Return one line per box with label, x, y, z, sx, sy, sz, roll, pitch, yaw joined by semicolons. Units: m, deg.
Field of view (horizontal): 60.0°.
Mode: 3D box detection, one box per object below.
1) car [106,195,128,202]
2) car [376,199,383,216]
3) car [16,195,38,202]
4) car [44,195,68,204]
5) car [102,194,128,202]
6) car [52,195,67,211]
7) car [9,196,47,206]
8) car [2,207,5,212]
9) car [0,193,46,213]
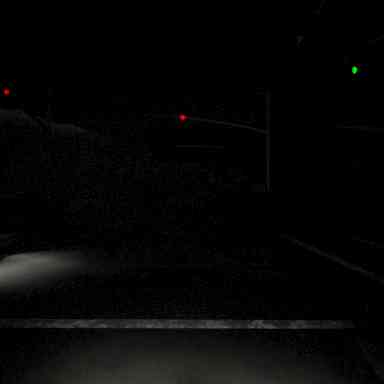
car;-16.579;1.339;73.988;4.514;1.523;2.007;0;0;-1
car;17.197;1.480;32.953;2.242;1.667;4.611;0;0;-1
car;-35.171;1.384;70.870;3.806;1.475;1.970;0;0;-1
car;-24.097;1.319;58.953;3.633;1.501;1.845;0;0;-1
car;-16.505;1.330;70.852;5.027;1.636;2.152;0;0;-1
car;-16.218;1.361;36.595;3.806;1.475;1.970;0;0;-1
car;-24.071;1.298;48.960;4.514;1.523;2.007;0;0;-1
car;-8.731;1.314;10.251;4.892;1.490;1.837;0;-1;8
car;-16.806;1.077;33.267;3.866;1.878;1.905;0;0;-1
